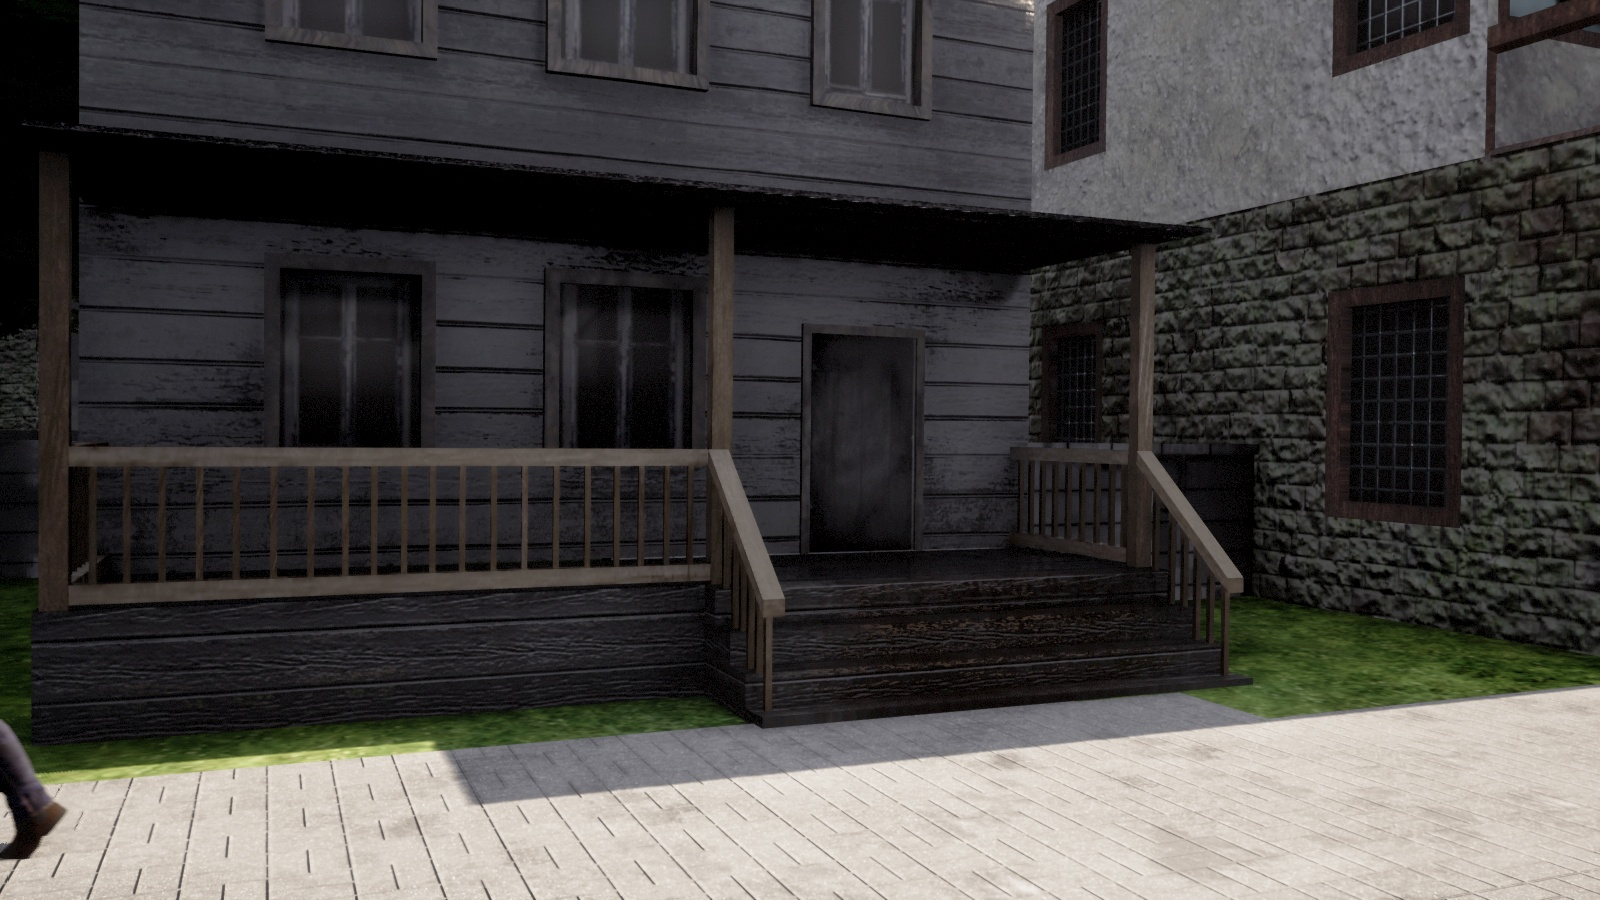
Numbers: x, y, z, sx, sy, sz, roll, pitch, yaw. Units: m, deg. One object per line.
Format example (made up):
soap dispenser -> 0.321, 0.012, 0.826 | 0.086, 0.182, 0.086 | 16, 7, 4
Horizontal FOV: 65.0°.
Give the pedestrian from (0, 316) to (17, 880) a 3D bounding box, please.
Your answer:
pedestrian -> -2.932, 0.473, 4.072 | 0.594, 1.836, 0.345 | -1, 1, -24
